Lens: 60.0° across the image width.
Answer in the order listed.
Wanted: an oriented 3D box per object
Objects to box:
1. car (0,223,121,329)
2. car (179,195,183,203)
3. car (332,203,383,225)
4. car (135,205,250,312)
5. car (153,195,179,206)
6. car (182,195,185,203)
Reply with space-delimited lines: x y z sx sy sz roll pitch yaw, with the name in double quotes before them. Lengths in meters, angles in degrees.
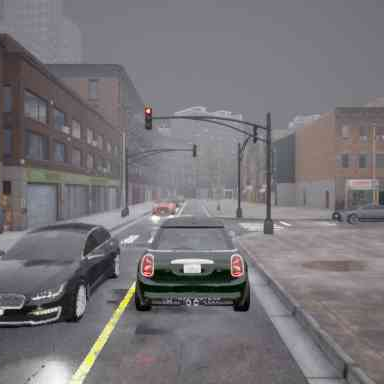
"car" -2.838 1.504 7.288 1.837 1.490 4.892 0 0 0
"car" -2.765 1.565 47.766 2.033 1.411 5.357 0 0 0
"car" 12.054 1.488 23.220 4.181 1.385 1.994 0 0 0
"car" 0.022 1.351 7.894 2.097 1.767 4.553 0 0 0
"car" -2.791 1.358 33.888 2.097 1.767 4.553 0 0 0
"car" -2.628 1.396 69.275 2.097 1.767 4.553 0 0 0
